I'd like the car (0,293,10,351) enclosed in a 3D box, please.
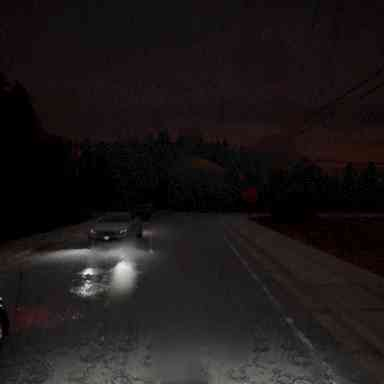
[{"bbox_3d":[-3.595,1.596,3.027,1.994,1.385,4.181,0,-1,0],"label":"car"}]

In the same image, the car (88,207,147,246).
[{"bbox_3d":[-3.590,1.687,16.308,1.812,1.442,4.674,0,-1,0],"label":"car"}]

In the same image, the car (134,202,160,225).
[{"bbox_3d":[-3.520,1.531,25.085,1.882,1.535,5.008,0,-1,0],"label":"car"}]
